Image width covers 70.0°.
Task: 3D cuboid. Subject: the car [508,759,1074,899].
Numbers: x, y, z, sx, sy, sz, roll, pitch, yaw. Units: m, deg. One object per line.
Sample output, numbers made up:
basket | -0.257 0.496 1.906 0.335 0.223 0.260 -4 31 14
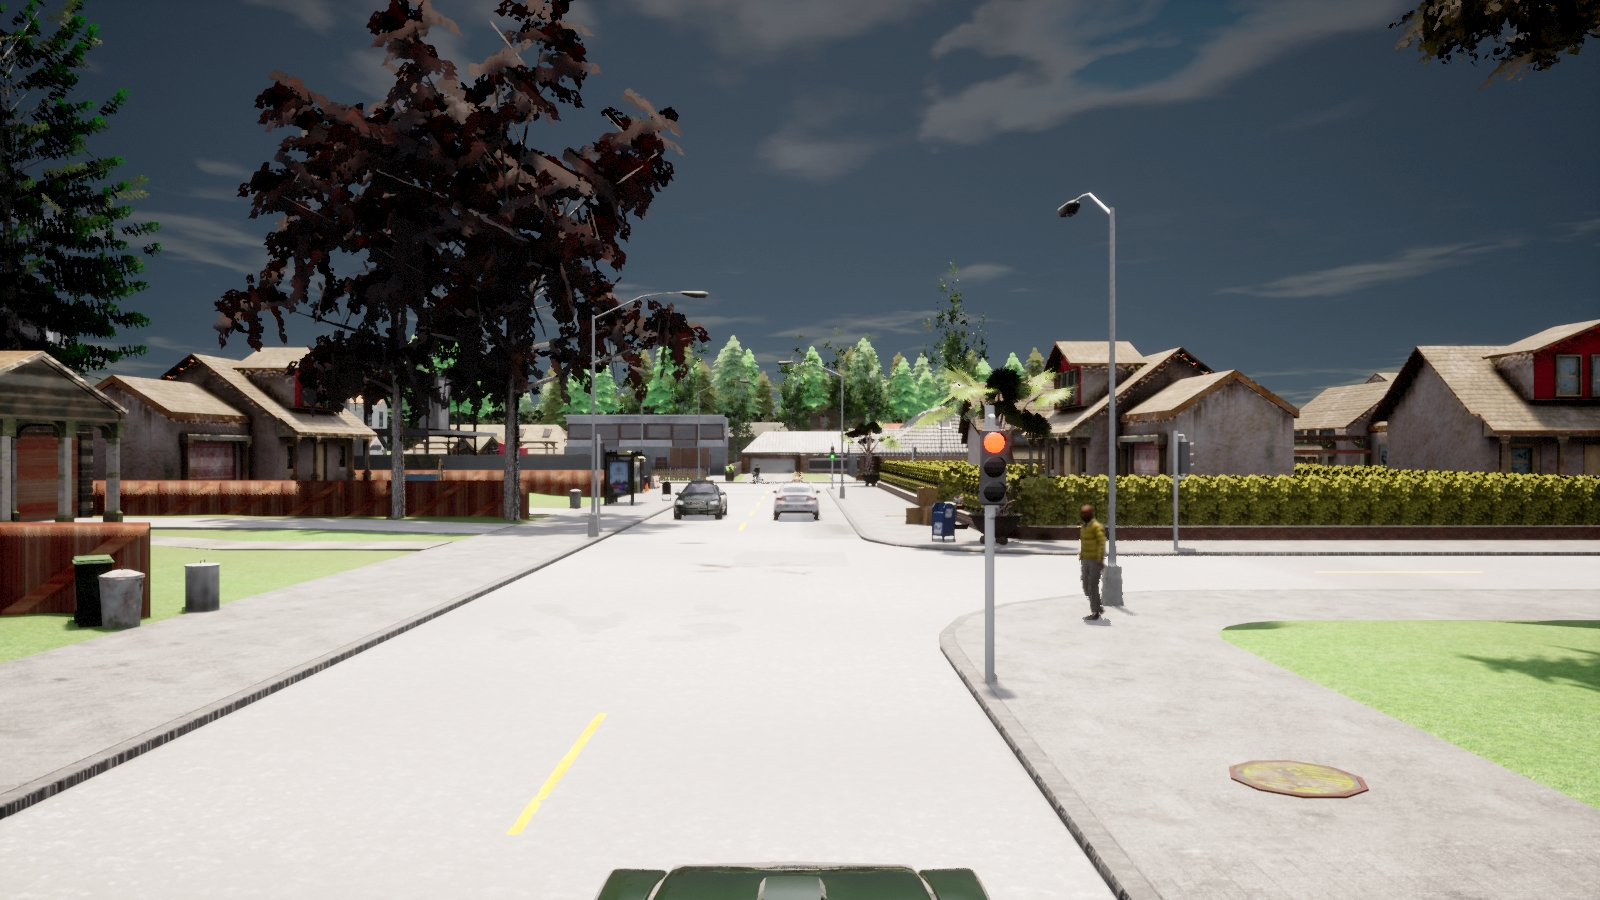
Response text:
car | -0.028 2.155 3.193 1.895 1.301 4.718 0 0 0

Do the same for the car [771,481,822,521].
car | -0.143 2.081 47.479 2.002 1.442 4.674 0 0 0

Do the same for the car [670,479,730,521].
car | -4.107 2.038 47.608 2.038 1.542 4.974 0 0 0

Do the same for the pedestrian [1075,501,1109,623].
pedestrian | 4.573 1.743 17.894 0.375 1.860 0.375 0 0 -21
